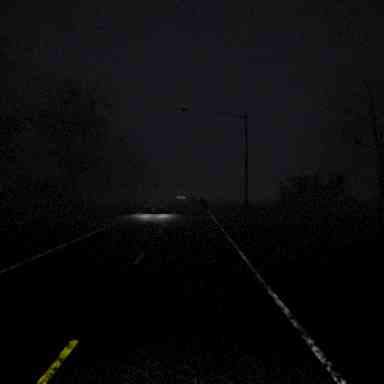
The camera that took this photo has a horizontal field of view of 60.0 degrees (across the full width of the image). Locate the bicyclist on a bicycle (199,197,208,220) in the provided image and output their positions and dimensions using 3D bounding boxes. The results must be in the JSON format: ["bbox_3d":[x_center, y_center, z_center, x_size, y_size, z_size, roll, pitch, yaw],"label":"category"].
[{"bbox_3d":[0.963,1.335,24.689,0.582,1.620,1.656,0,0,0],"label":"bicyclist on a bicycle"}]

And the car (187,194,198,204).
[{"bbox_3d":[0.100,1.271,56.749,2.033,1.411,5.357,0,0,0],"label":"car"}]

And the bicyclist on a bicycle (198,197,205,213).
[{"bbox_3d":[0.964,1.291,33.841,0.582,1.620,1.656,0,0,0],"label":"bicyclist on a bicycle"}]

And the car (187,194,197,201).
[{"bbox_3d":[-0.003,1.187,73.758,1.994,1.385,4.181,0,0,0],"label":"car"}]

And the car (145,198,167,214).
[{"bbox_3d":[-3.586,1.365,33.477,1.812,1.442,4.674,0,0,0],"label":"car"}]
